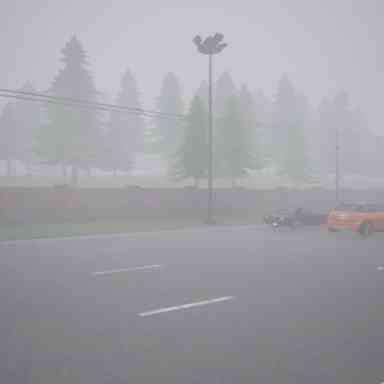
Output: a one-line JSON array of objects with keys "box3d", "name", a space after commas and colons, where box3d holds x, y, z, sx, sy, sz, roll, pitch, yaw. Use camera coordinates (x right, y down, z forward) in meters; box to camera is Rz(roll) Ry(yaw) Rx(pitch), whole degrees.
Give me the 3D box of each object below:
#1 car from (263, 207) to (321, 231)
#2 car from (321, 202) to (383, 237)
[{"box3d": [6.731, 1.570, 20.363, 4.718, 1.301, 1.895, 0, 0, -30], "name": "car"}, {"box3d": [9.468, 1.326, 17.893, 4.553, 1.767, 2.097, 0, 0, -30], "name": "car"}]
